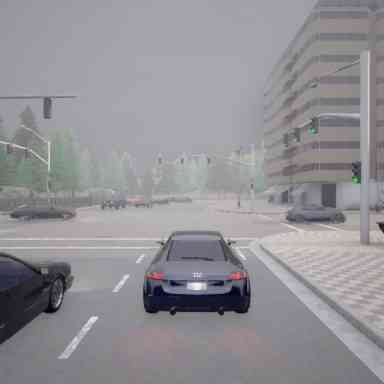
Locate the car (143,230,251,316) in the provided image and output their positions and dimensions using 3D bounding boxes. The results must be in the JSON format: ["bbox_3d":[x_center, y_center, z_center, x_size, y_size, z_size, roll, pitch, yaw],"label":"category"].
[{"bbox_3d":[0.094,1.564,7.632,1.994,1.385,4.181,0,0,0],"label":"car"}]

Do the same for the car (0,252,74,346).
[{"bbox_3d":[-3.426,1.547,4.599,2.033,1.411,5.357,0,0,0],"label":"car"}]

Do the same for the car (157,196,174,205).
[{"bbox_3d":[-5.360,1.478,57.957,1.882,1.535,5.008,0,0,15],"label":"car"}]

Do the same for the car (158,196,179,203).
[{"bbox_3d":[-4.824,1.540,69.044,2.033,1.411,5.357,0,0,27],"label":"car"}]

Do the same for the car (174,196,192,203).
[{"bbox_3d":[-1.674,1.564,67.250,1.994,1.385,4.181,0,0,28],"label":"car"}]

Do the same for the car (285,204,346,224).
[{"bbox_3d":[9.027,1.622,24.536,4.181,1.385,1.994,0,0,0],"label":"car"}]

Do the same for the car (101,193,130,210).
[{"bbox_3d":[-10.404,1.221,44.430,2.150,2.045,5.566,0,0,2],"label":"car"}]

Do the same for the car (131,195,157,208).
[{"bbox_3d":[-6.828,1.547,48.088,2.033,1.411,5.357,0,0,2],"label":"car"}]

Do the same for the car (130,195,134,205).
[{"bbox_3d":[-9.582,1.352,53.863,2.097,1.767,4.553,0,0,8],"label":"car"}]

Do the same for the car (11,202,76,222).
[{"bbox_3d":[-11.551,1.551,26.049,4.674,1.442,1.812,0,0,-21],"label":"car"}]
